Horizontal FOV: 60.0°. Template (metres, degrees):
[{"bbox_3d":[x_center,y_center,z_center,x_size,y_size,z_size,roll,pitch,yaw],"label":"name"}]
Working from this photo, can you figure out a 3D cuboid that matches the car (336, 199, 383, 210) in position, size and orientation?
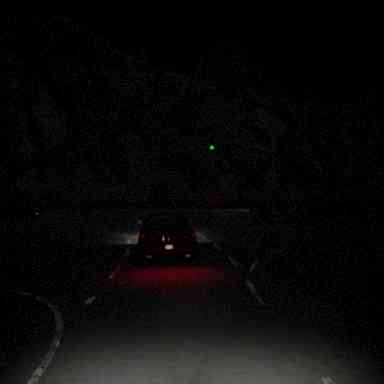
[{"bbox_3d":[17.404,1.507,33.001,4.892,1.490,1.837,0,0,-4],"label":"car"}]

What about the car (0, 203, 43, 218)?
[{"bbox_3d":[-16.379,1.697,30.571,4.718,1.301,1.895,0,0,5],"label":"car"}]

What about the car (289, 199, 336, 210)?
[{"bbox_3d":[14.976,1.565,39.847,5.357,1.411,2.033,0,0,-4],"label":"car"}]

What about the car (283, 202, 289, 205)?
[{"bbox_3d":[14.239,1.626,43.305,4.718,1.301,1.895,0,0,-4],"label":"car"}]

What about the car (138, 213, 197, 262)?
[{"bbox_3d":[-0.998,1.506,12.423,1.882,1.535,5.008,0,0,-7],"label":"car"}]
